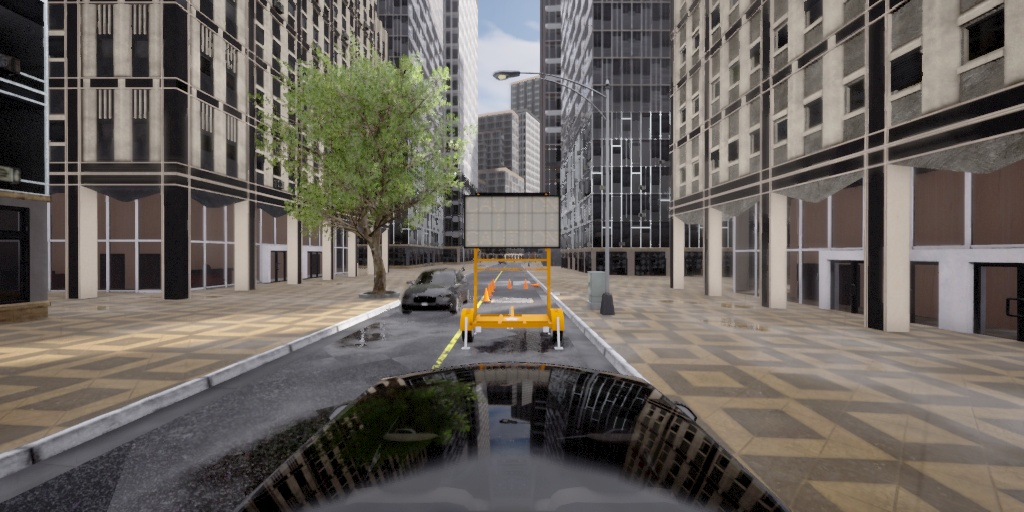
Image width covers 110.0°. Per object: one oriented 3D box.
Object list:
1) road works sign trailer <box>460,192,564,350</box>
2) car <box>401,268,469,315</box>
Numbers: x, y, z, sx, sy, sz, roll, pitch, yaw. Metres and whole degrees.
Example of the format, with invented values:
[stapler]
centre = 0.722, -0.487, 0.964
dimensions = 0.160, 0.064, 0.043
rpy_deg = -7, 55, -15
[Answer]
[road works sign trailer]
centre = 0.006, 0.214, 9.066
dimensions = 2.380, 3.560, 2.880
rpy_deg = 0, 0, 0
[car]
centre = -2.741, 1.254, 13.661
dimensions = 1.837, 1.490, 4.892
rpy_deg = 0, 0, 0
